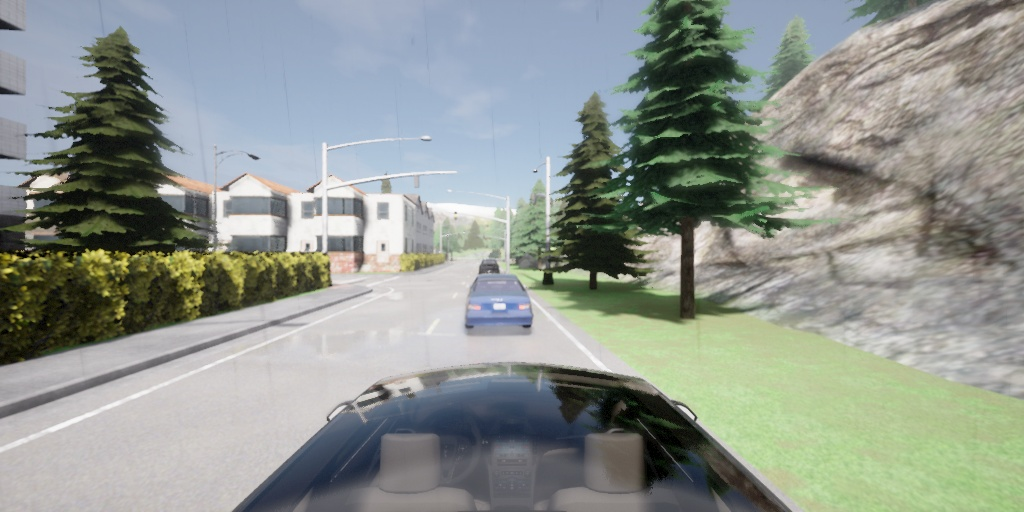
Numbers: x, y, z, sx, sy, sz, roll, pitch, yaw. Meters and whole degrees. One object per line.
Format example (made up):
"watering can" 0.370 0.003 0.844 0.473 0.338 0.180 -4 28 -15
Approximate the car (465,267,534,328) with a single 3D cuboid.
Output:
"car" -0.469 1.244 11.094 2.033 1.411 5.357 0 0 -4

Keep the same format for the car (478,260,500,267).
"car" -2.173 1.072 33.937 1.837 1.490 4.892 0 0 -4
